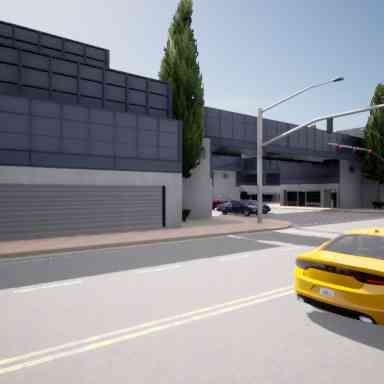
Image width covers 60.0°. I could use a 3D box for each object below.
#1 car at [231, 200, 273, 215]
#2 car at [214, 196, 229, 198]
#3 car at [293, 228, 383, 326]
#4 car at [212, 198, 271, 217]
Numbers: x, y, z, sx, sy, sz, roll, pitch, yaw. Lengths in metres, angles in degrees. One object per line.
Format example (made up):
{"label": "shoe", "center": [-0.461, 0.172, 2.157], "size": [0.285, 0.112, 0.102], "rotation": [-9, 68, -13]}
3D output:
{"label": "car", "center": [6.365, 1.564, 35.601], "size": [1.994, 1.385, 4.181], "rotation": [0, 0, -37]}
{"label": "car", "center": [4.054, 1.355, 50.678], "size": [2.097, 1.767, 4.553], "rotation": [0, 0, -37]}
{"label": "car", "center": [4.206, 1.478, 6.843], "size": [5.008, 1.535, 1.882], "rotation": [0, 0, -36]}
{"label": "car", "center": [4.640, 1.547, 32.067], "size": [2.033, 1.411, 5.357], "rotation": [0, 0, -37]}
